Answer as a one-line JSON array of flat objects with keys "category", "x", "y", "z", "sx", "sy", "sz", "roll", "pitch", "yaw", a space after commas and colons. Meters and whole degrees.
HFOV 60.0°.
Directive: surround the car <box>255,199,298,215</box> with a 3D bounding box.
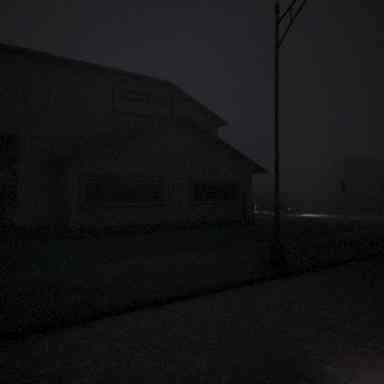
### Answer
[{"category": "car", "x": 8.763, "y": 1.505, "z": 34.814, "sx": 1.837, "sy": 1.490, "sz": 4.892, "roll": 0, "pitch": 0, "yaw": -35}]
